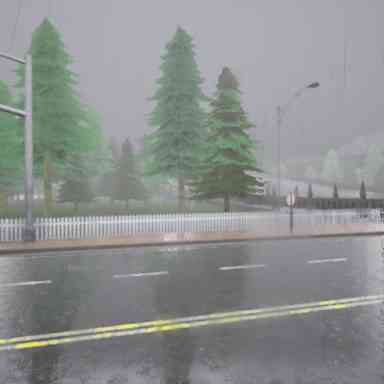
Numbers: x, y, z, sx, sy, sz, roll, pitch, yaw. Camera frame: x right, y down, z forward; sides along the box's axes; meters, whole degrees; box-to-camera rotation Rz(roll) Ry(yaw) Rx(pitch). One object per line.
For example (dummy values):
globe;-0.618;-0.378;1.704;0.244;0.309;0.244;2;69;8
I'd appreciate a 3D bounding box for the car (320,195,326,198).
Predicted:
car;18.887;1.106;49.166;1.895;1.301;4.718;0;3;-18

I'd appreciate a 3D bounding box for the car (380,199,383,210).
car;23.209;1.428;36.172;1.895;1.301;4.718;0;0;-18

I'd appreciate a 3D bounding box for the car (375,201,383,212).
car;20.560;1.353;33.058;1.837;1.490;4.892;0;0;-18

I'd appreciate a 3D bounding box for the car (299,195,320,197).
car;15.650;1.137;47.795;1.895;1.301;4.718;0;3;-18
